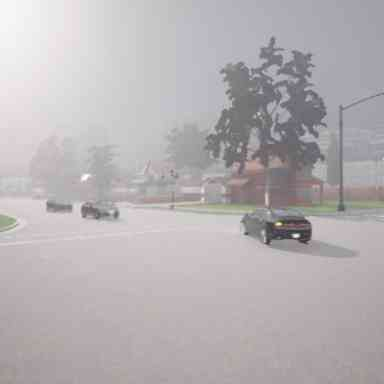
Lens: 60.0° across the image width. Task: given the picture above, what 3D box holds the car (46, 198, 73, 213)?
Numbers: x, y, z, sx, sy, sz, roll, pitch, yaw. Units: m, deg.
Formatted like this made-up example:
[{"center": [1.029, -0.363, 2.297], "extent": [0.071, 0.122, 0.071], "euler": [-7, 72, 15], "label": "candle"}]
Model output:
[{"center": [-14.706, 1.392, 36.829], "extent": [1.882, 1.535, 5.008], "euler": [-1, 0, -37], "label": "car"}]

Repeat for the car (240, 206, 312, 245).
[{"center": [3.623, 1.401, 15.076], "extent": [1.837, 1.490, 4.892], "euler": [1, 0, -8], "label": "car"}]

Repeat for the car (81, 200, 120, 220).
[{"center": [-7.601, 1.412, 27.385], "extent": [2.128, 1.511, 4.902], "euler": [-1, 0, -37], "label": "car"}]
